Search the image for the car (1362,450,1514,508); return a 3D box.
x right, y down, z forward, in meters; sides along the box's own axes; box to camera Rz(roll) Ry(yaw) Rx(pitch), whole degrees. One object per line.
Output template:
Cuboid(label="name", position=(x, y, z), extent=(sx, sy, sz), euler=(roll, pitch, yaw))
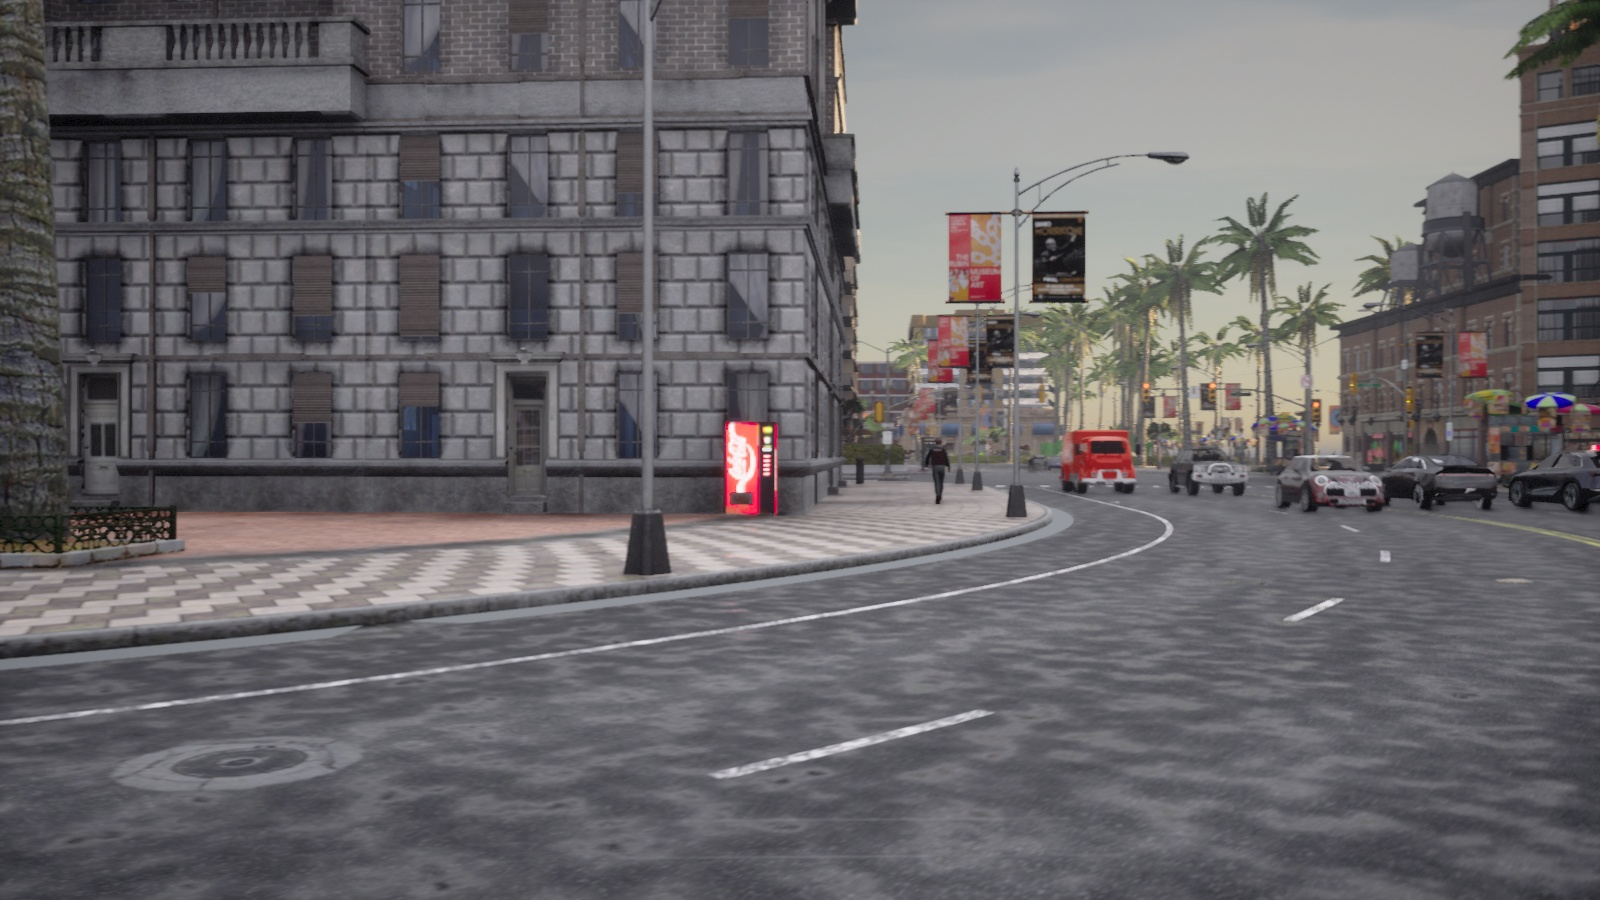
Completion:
Cuboid(label="car", position=(17.902, 0.770, 35.521), extent=(2.128, 1.511, 4.902), euler=(0, 0, 5))

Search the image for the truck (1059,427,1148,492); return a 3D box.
Cuboid(label="truck", position=(12.026, 0.402, 50.130), extent=(2.627, 2.467, 5.204), euler=(0, -1, 4))

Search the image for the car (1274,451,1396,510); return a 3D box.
Cuboid(label="car", position=(14.286, 0.784, 33.752), extent=(1.970, 1.475, 3.806), euler=(0, 0, 6))

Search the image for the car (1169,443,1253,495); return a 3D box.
Cuboid(label="car", position=(15.291, 0.676, 46.957), extent=(1.932, 1.855, 4.605), euler=(0, 0, 4))

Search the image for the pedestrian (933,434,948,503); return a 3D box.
Cuboid(label="pedestrian", position=(3.816, 0.508, 34.126), extent=(0.376, 1.854, 0.720), euler=(0, 0, 6))

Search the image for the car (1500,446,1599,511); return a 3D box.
Cuboid(label="car", position=(21.320, 0.728, 34.254), extent=(2.033, 1.649, 4.856), euler=(0, 0, 5))
